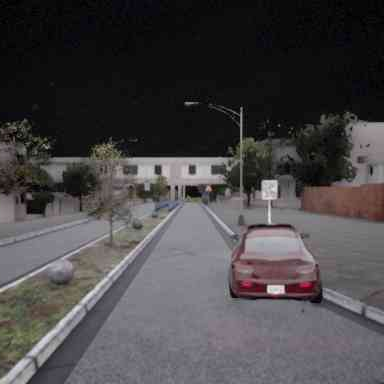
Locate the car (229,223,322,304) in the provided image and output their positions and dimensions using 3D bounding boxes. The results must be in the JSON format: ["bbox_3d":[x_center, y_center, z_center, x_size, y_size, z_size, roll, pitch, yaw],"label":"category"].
[{"bbox_3d":[1.932,1.496,8.173,1.812,1.442,4.674,-2,1,11],"label":"car"}]
